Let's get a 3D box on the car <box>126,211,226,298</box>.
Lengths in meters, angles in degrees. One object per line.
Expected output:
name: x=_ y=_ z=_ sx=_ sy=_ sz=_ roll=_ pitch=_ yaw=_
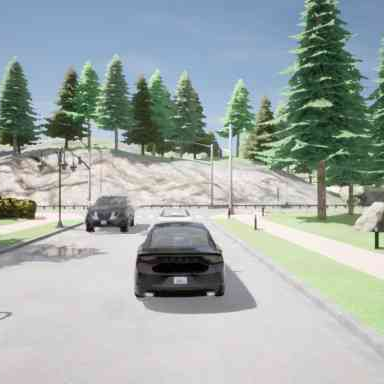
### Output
car: x=-0.341 y=1.478 z=8.606 sx=1.882 sy=1.535 sz=5.008 roll=0 pitch=0 yaw=-3

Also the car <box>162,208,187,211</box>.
car: x=-1.011 y=1.601 z=19.470 sx=1.895 sy=1.301 sz=4.718 roll=0 pitch=0 yaw=-4

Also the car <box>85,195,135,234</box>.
car: x=-4.691 y=1.223 z=19.816 sx=2.150 sy=2.045 sz=5.566 roll=0 pitch=0 yaw=-3
